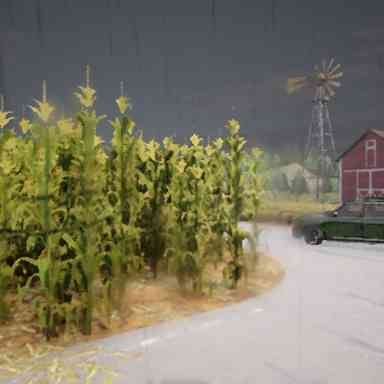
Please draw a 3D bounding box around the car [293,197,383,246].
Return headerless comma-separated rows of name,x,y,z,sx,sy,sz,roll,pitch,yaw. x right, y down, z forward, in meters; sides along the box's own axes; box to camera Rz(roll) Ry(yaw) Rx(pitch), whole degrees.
car,7.057,1.265,13.662,5.566,2.045,2.150,-1,4,36
